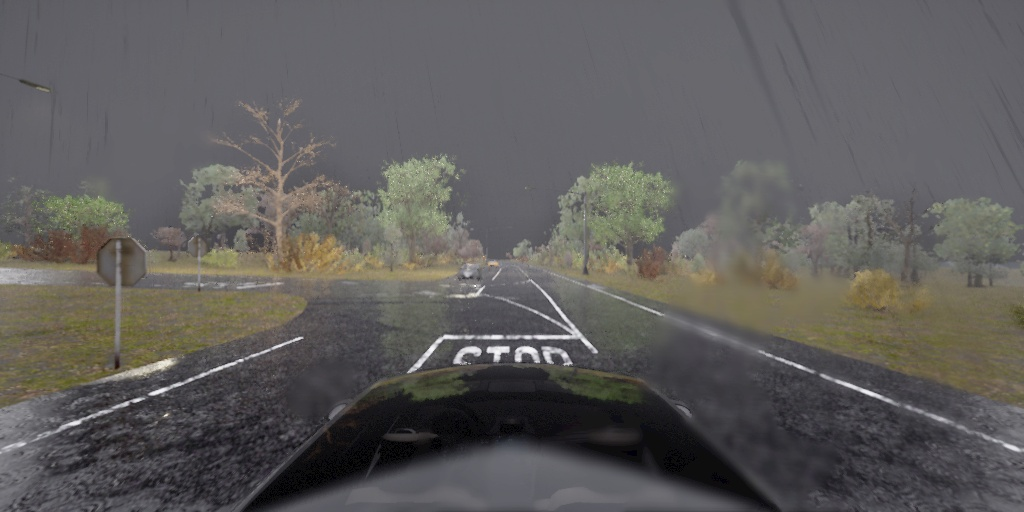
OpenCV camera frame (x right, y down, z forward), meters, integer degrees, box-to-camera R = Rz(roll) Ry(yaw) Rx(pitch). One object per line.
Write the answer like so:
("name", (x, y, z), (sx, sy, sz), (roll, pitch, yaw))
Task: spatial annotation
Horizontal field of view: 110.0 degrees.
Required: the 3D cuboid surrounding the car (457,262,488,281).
("car", (-3.515, 1.387, 30.931), (2.128, 1.511, 4.902), (1, -2, 0))
